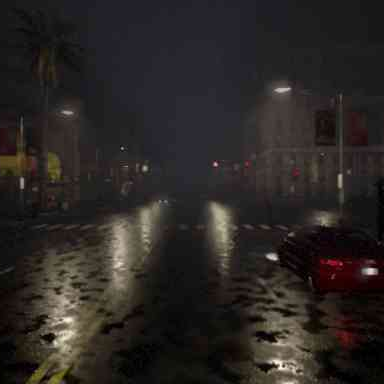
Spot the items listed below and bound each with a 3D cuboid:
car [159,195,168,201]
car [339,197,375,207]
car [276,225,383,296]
[{"bbox_3d":[-6.988,1.457,81.283,1.895,1.301,4.718,0,0,0],"label":"car"},{"bbox_3d":[23.606,1.425,47.679,4.892,1.490,1.837,0,0,0],"label":"car"},{"bbox_3d":[3.564,1.549,8.639,1.994,1.385,4.181,0,0,0],"label":"car"}]
